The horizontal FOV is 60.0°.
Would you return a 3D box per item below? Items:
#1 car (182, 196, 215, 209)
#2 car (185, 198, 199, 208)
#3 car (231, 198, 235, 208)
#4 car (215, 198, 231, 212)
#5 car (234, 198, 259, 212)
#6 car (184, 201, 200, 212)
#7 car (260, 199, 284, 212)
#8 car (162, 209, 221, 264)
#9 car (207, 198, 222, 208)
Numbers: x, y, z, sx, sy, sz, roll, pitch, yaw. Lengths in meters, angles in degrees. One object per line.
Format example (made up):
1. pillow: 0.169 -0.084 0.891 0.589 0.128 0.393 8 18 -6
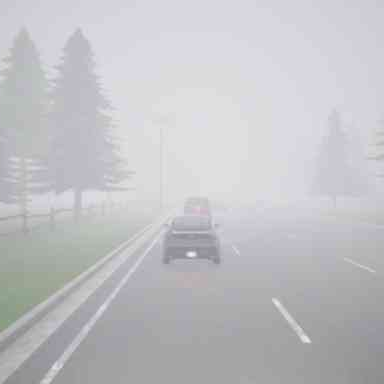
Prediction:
1. car: 0.418 1.355 26.881 2.150 2.045 5.566 0 0 0
2. car: 0.008 1.752 53.043 2.128 1.511 4.902 0 0 0
3. car: 7.008 1.738 53.043 1.882 1.535 5.008 0 0 0
4. car: 3.506 1.775 43.039 1.994 1.385 4.181 0 0 0
5. car: 7.006 1.737 43.039 1.812 1.442 4.674 0 0 0
6. car: 0.006 1.812 43.070 1.895 1.301 4.718 0 0 0
7. car: 10.506 1.737 43.039 1.812 1.442 4.674 0 0 0
8. car: -0.013 1.564 12.004 1.837 1.490 4.892 0 0 0
9. car: 3.508 1.752 53.043 2.128 1.511 4.902 0 0 0
